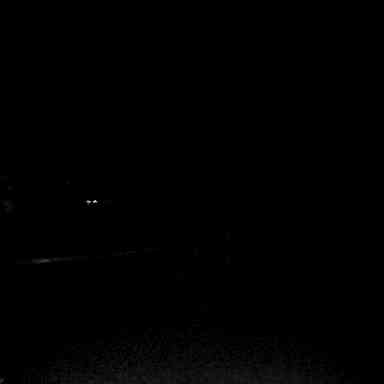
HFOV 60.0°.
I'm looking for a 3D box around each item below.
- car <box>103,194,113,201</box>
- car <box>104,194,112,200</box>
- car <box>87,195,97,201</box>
[{"bbox_3d":[-19.233,1.207,76.126,2.097,1.767,4.553,0,0,-14],"label":"car"},{"bbox_3d":[-22.349,1.345,88.282,1.837,1.490,4.892,0,0,-14],"label":"car"},{"bbox_3d":[-23.150,1.361,77.309,1.812,1.442,4.674,0,0,-14],"label":"car"}]
